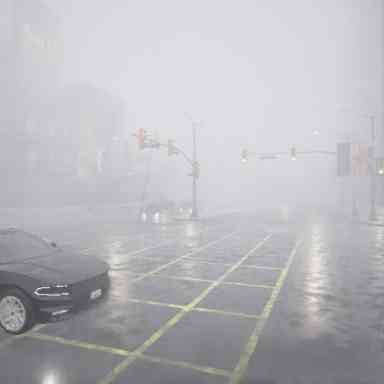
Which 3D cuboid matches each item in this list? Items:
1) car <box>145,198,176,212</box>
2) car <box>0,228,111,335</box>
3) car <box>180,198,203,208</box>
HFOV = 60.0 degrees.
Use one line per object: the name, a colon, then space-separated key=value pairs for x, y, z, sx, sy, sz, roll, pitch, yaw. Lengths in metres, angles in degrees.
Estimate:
car: x=-3.638 y=1.478 z=38.966 sx=1.882 sy=1.535 sz=5.008 roll=0 pitch=0 yaw=23
car: x=-3.988 y=1.476 z=6.622 sx=5.008 sy=1.535 sz=1.882 roll=0 pitch=0 yaw=21
car: x=-0.030 y=1.601 z=48.523 sx=1.895 sy=1.301 sz=4.718 roll=0 pitch=0 yaw=21
